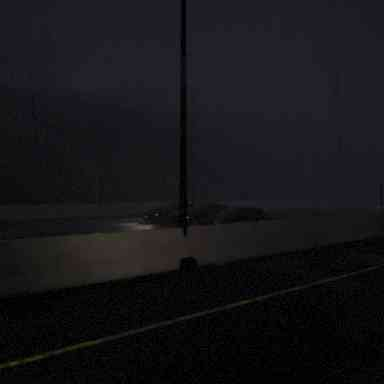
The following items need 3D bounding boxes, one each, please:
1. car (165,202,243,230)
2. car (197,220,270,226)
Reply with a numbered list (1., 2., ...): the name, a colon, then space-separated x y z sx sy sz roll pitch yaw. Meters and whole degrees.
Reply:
1. car: 0.880 1.483 21.813 5.008 1.535 1.882 0 0 -35
2. car: 2.573 1.531 18.720 4.674 1.442 1.812 0 0 -35
